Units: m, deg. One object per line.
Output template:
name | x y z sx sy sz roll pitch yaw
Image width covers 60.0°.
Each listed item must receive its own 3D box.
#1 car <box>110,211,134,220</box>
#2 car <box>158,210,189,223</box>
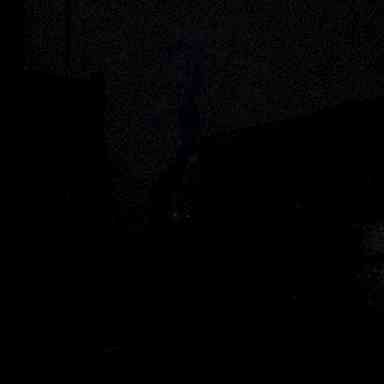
car | -11.431 3.888 53.656 2.150 2.045 5.566 0 -5 -36
car | -2.288 3.011 41.085 2.097 1.767 4.553 0 -5 -36
